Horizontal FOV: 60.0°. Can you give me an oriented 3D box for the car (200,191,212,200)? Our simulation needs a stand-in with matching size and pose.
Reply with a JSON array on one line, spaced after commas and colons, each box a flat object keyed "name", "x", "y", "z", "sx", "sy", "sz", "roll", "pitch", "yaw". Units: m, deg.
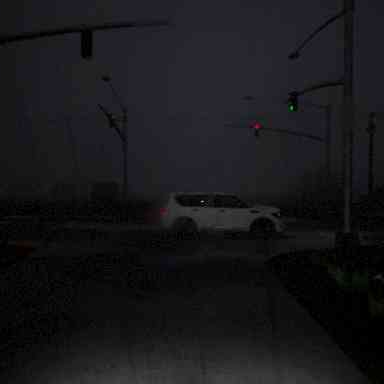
[{"name": "car", "x": 2.343, "y": 0.573, "z": 54.642, "sx": 1.994, "sy": 1.385, "sz": 4.181, "roll": 0, "pitch": 1, "yaw": 3}]

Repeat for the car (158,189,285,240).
[{"name": "car", "x": 1.261, "y": 0.989, "z": 14.963, "sx": 5.566, "sy": 2.045, "sz": 2.150, "roll": 0, "pitch": 1, "yaw": 3}]
